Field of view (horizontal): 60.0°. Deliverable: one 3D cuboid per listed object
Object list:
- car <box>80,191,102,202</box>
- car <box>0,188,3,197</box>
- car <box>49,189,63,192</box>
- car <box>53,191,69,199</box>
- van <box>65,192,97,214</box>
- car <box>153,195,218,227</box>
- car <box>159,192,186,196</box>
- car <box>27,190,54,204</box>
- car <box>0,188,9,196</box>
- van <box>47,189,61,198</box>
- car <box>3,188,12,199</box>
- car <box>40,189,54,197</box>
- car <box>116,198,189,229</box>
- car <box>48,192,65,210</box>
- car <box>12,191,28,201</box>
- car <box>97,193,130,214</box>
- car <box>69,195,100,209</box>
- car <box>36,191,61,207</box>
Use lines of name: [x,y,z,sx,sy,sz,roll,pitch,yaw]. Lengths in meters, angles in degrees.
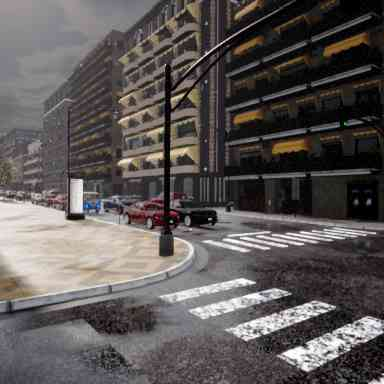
car: [-15.643,0.710,51.446,1.967,1.590,4.097,2,0,-36]
car: [-39.085,0.301,69.344,2.008,1.369,4.403,2,0,-36]
car: [-18.589,0.611,45.749,2.097,1.767,4.553,1,0,-35]
car: [-25.751,0.529,65.291,1.752,1.417,4.829,2,0,-36]
van: [-9.064,0.881,28.223,1.690,1.788,3.998,2,0,-36]
car: [-0.412,1.216,20.728,1.882,1.535,5.008,1,0,-35]
car: [-2.300,0.936,33.170,2.192,1.841,5.009,2,0,-36]
car: [-18.975,0.805,41.793,1.752,1.417,4.829,2,0,-36]
car: [-42.413,-0.022,73.913,2.192,1.841,5.009,2,0,-36]
van: [-28.980,0.260,69.722,1.690,1.788,3.998,2,0,-36]
car: [-32.415,0.470,60.206,1.887,1.381,4.507,2,0,-36]
car: [-32.318,0.271,74.291,1.967,1.590,4.097,2,0,-36]
car: [-2.401,1.261,19.085,1.887,1.381,4.507,2,0,-36]
car: [-12.405,0.997,32.793,1.887,1.381,4.507,2,0,-36]
car: [-25.742,0.541,51.068,1.967,1.590,4.097,2,0,-36]
car: [-5.997,1.083,28.388,2.128,1.511,4.902,1,0,-36]
car: [-11.819,1.039,36.374,1.895,1.301,4.718,1,0,-36]
car: [-15.740,0.909,37.361,1.887,1.381,4.507,2,0,-36]
